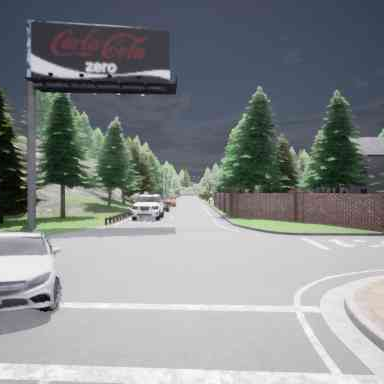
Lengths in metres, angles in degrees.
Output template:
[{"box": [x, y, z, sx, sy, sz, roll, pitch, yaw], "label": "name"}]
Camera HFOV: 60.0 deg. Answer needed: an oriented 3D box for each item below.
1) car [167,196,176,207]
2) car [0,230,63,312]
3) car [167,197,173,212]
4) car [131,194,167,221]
[{"box": [-3.560, 1.352, 50.715, 2.097, 1.767, 4.553, 0, 0, 0], "label": "car"}, {"box": [-3.977, 1.619, 7.468, 1.812, 1.442, 4.674, 1, -4, -20], "label": "car"}, {"box": [-3.580, 1.564, 37.934, 1.994, 1.385, 4.181, 0, 0, 0], "label": "car"}, {"box": [-3.593, 1.221, 27.840, 2.150, 2.045, 5.566, 0, 0, 0], "label": "car"}]
